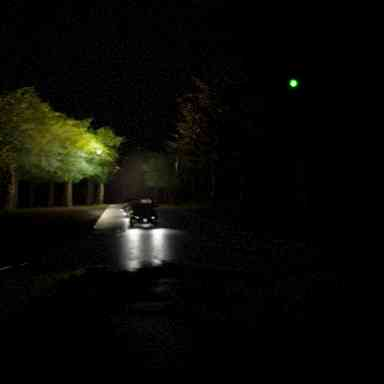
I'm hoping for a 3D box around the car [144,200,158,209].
[{"bbox_3d":[-6.657,1.965,53.602,1.895,1.301,4.718,1,-1,-13],"label":"car"}]

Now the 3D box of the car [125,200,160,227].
[{"bbox_3d":[-3.452,1.532,23.157,1.837,1.490,4.892,1,-1,-13],"label":"car"}]

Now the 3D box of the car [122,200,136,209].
[{"bbox_3d":[-9.594,1.854,50.645,1.895,1.301,4.718,1,-1,-13],"label":"car"}]

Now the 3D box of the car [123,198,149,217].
[{"bbox_3d":[-5.436,1.599,31.932,1.812,1.442,4.674,1,-1,-12],"label":"car"}]

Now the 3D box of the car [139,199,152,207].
[{"bbox_3d":[-8.892,2.040,63.443,1.882,1.535,5.008,1,-2,-13],"label":"car"}]
